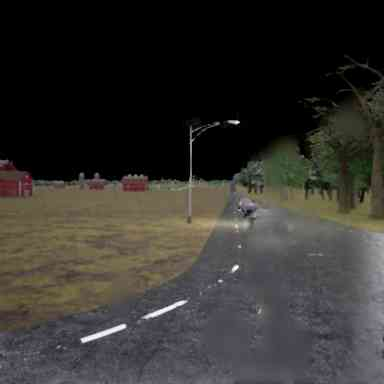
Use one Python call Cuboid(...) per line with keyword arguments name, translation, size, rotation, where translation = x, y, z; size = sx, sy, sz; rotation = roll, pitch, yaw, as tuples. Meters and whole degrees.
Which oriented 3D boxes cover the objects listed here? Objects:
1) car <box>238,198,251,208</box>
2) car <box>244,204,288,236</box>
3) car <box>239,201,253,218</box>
Cuboid(name="car", translation=(8.015, 1.648, 49.729), size=(2.097, 1.767, 4.553), rotation=(1, 0, 7))
Cuboid(name="car", translation=(4.362, 1.688, 19.645), size=(2.033, 1.411, 5.357), rotation=(1, 0, 7))
Cuboid(name="car", translation=(5.899, 1.826, 32.532), size=(1.895, 1.301, 4.718), rotation=(1, 0, 7))
